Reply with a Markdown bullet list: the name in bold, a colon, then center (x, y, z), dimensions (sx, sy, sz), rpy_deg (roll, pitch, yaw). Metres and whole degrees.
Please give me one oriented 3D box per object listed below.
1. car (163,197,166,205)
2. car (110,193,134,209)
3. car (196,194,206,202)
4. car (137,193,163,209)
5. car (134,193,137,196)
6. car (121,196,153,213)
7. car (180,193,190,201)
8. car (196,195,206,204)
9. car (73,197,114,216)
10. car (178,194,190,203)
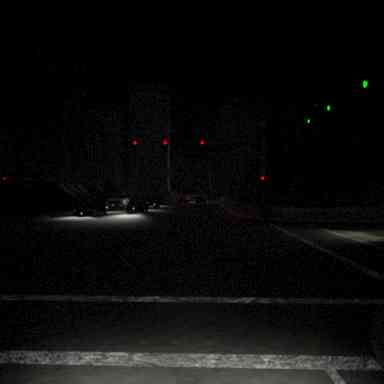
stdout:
- **car**: center (-5.549, 1.534, 57.152), dimensions (2.033, 1.411, 5.357), rpy_deg (0, 0, 2)
- **car**: center (-9.423, 1.212, 42.708), dimensions (2.150, 2.045, 5.566), rpy_deg (0, 0, 2)
- **car**: center (1.969, 1.335, 74.566), dimensions (2.128, 1.511, 4.902), rpy_deg (0, 0, 1)
- **car**: center (-5.819, 1.211, 46.796), dimensions (2.150, 2.045, 5.566), rpy_deg (0, 0, 1)
- **car**: center (-9.092, 1.206, 55.777), dimensions (2.150, 2.045, 5.566), rpy_deg (0, 0, 1)
- **car**: center (-6.059, 1.483, 37.225), dimensions (2.128, 1.511, 4.902), rpy_deg (0, 0, 1)
- **car**: center (-1.530, 1.165, 74.623), dimensions (2.097, 1.767, 4.553), rpy_deg (0, 0, 1)
- **car**: center (1.741, 1.490, 65.349), dimensions (1.837, 1.490, 4.892), rpy_deg (0, 0, 1)
- **car**: center (-9.745, 1.540, 32.529), dimensions (2.033, 1.411, 5.357), rpy_deg (0, 0, 4)
- **car**: center (-1.743, 1.549, 66.062), dimensions (1.994, 1.385, 4.181), rpy_deg (0, 0, 1)
